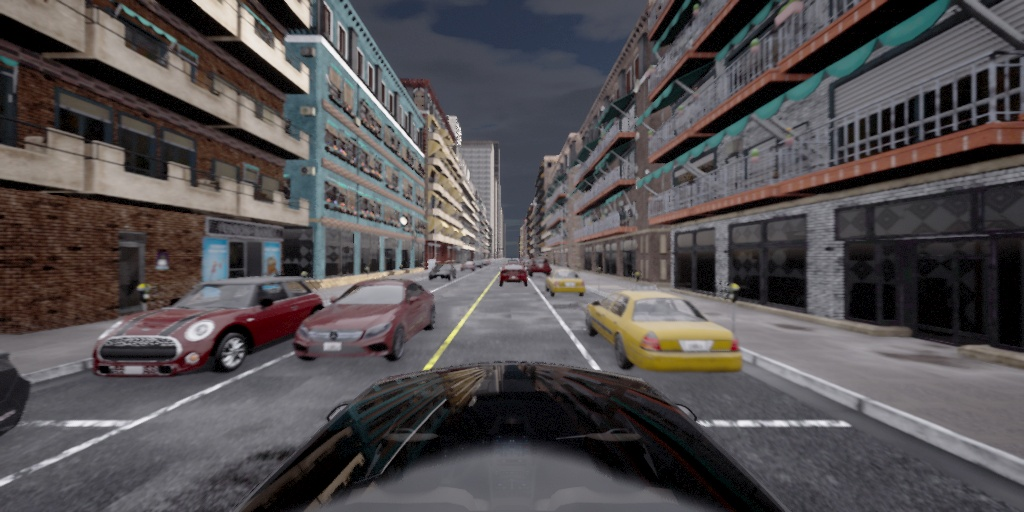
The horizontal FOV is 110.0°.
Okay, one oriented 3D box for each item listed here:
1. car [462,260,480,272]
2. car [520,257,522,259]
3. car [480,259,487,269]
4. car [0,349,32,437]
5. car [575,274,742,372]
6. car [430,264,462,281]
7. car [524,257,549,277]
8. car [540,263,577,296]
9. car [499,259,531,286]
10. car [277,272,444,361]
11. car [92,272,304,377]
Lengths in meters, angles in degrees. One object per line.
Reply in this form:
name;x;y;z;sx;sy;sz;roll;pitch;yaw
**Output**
car;-5.699;1.338;47.163;1.802;1.307;4.207;0;0;0
car;0.091;1.261;48.122;1.837;1.490;4.892;0;0;0
car;-5.701;1.326;58.528;1.948;1.339;4.313;0;0;0
car;-5.690;1.301;1.703;2.007;1.370;4.403;0;0;0
car;2.688;1.275;7.560;1.751;1.417;4.829;0;0;0
car;-5.696;1.318;30.115;1.948;1.339;4.313;0;0;0
car;2.683;1.068;35.803;2.192;1.841;5.009;0;0;0
car;2.686;1.276;18.925;1.751;1.417;4.829;0;0;0
car;0.097;1.229;25.679;1.882;1.535;5.008;0;0;0
car;-3.022;1.276;8.403;1.812;1.442;4.674;0;0;0
car;-5.691;1.190;7.386;1.967;1.591;4.097;0;0;0
